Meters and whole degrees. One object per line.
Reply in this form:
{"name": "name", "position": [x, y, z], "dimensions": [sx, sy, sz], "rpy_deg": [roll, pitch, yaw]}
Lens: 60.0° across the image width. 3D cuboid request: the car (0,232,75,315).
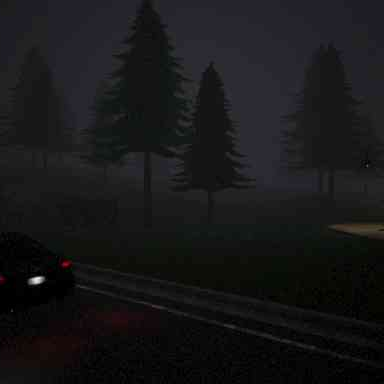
{"name": "car", "position": [-4.424, 1.564, 7.147], "dimensions": [4.181, 1.385, 1.994], "rpy_deg": [0, 0, 36]}
